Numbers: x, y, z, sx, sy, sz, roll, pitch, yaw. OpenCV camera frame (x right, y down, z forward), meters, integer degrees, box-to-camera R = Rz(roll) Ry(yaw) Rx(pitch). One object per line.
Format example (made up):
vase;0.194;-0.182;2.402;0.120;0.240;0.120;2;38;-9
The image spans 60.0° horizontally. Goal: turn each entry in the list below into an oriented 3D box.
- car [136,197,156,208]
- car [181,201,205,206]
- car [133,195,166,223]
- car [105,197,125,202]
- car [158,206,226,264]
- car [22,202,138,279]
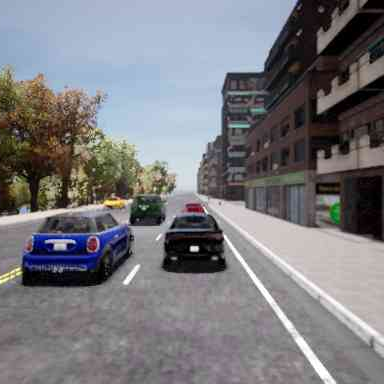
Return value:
car;-6.556;1.489;48.111;2.033;1.411;5.357;0;0;1
car;0.071;1.492;27.059;1.812;1.442;4.674;0;0;0
car;-3.191;1.193;24.864;2.150;2.045;5.566;0;0;0
car;-9.841;1.425;42.330;1.882;1.535;5.008;0;0;0
car;0.074;1.463;11.771;1.882;1.535;5.008;0;-1;0
car;-3.185;1.339;10.199;2.097;1.767;4.553;0;0;0
